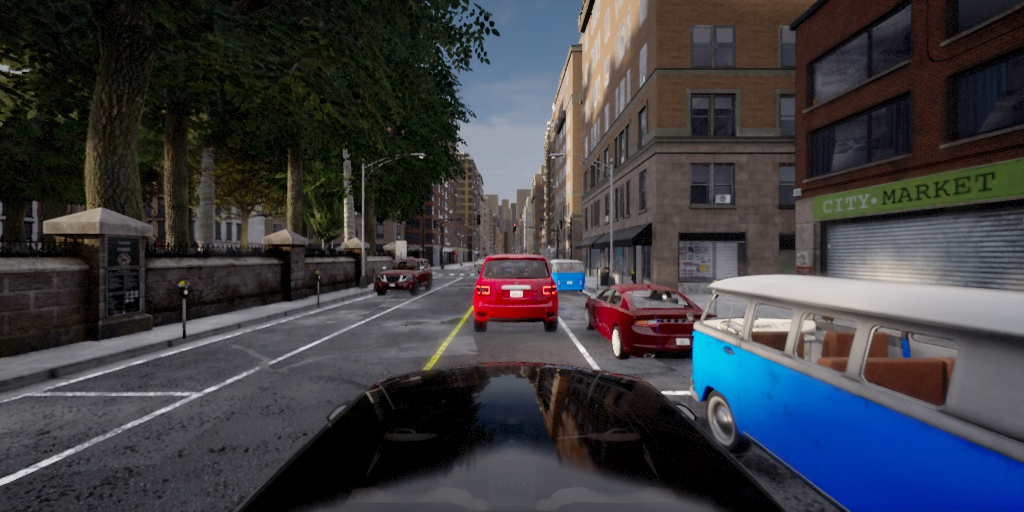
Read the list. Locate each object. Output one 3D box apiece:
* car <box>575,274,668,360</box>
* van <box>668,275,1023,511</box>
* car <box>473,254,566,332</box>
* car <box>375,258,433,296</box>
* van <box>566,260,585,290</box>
[{"bbox_3d":[2.855,1.294,8.215,1.888,1.381,4.507,0,0,0],"label":"car"},{"bbox_3d":[2.856,1.091,2.554,1.690,1.789,3.998,0,0,0],"label":"van"},{"bbox_3d":[0.095,0.969,10.973,2.150,2.045,5.566,0,0,0],"label":"car"},{"bbox_3d":[-5.674,1.058,19.493,2.192,1.841,5.009,0,0,0],"label":"car"},{"bbox_3d":[2.851,1.084,19.536,1.690,1.789,3.998,0,0,0],"label":"van"}]
